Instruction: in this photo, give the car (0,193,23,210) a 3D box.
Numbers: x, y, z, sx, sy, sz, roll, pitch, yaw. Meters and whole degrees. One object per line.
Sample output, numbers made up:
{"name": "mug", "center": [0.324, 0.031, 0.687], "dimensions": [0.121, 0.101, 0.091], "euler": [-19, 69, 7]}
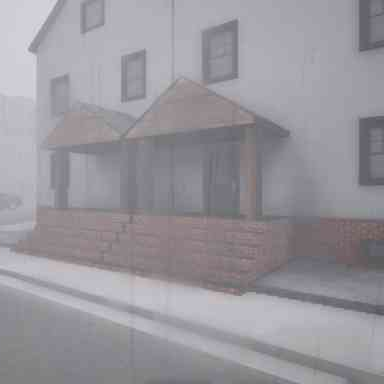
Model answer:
{"name": "car", "center": [-16.187, 0.891, 26.550], "dimensions": [1.837, 1.490, 4.892], "euler": [0, 7, 35]}
